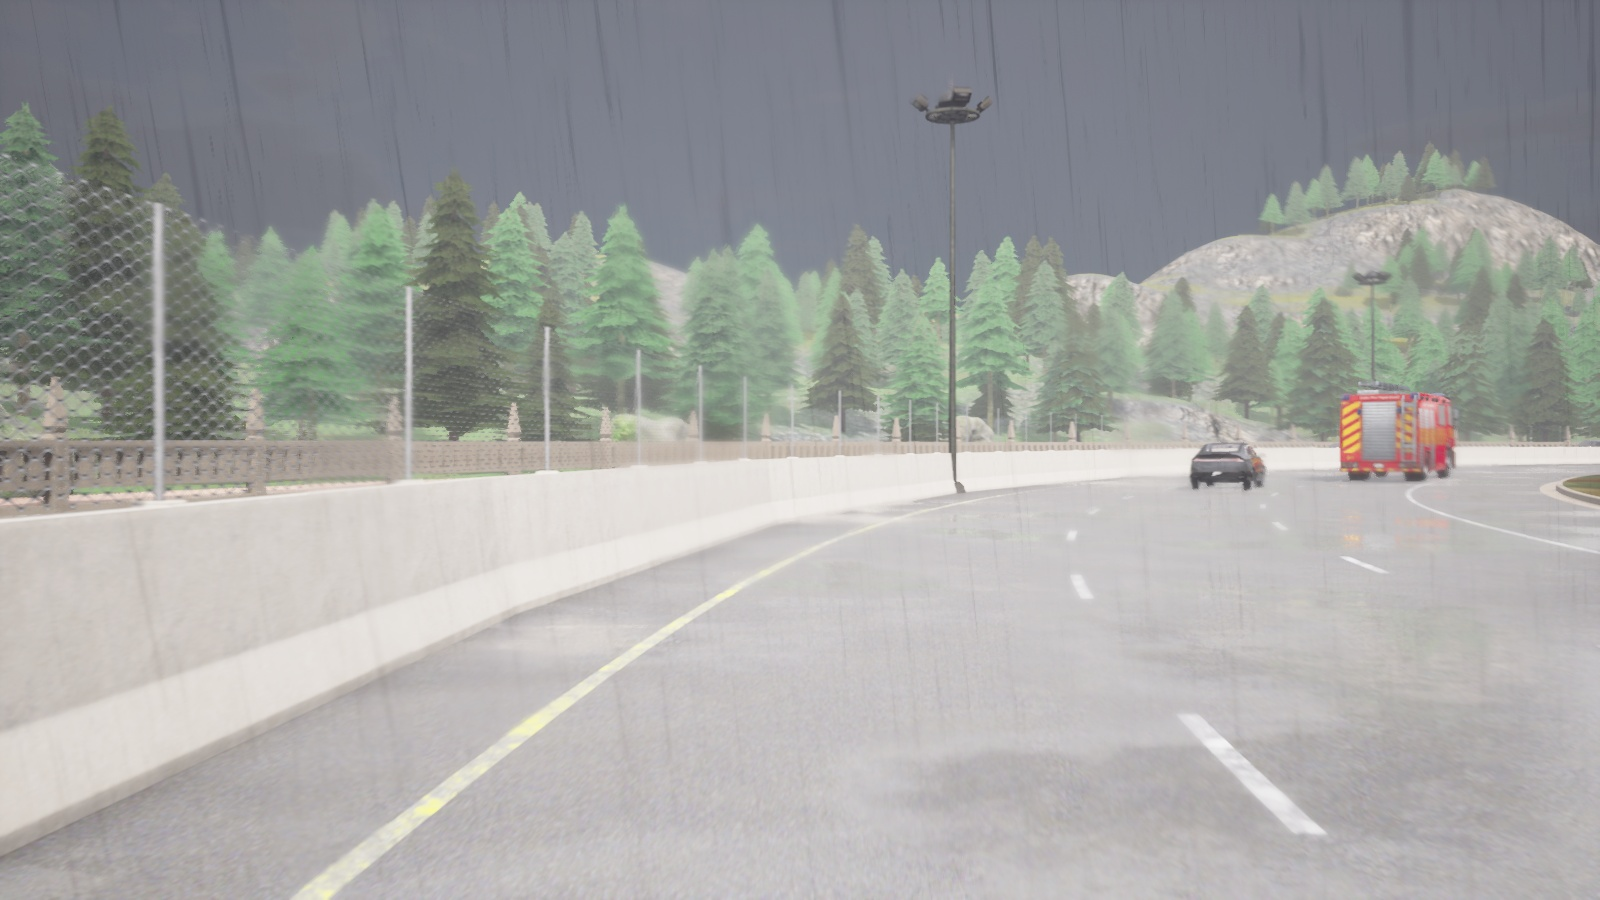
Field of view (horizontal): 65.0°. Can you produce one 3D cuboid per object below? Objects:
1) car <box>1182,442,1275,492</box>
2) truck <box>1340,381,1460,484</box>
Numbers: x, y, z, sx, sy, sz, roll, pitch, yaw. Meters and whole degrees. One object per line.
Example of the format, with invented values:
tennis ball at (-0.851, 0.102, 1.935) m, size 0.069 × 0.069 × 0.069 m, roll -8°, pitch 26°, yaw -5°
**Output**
car at (13.912, 0.490, 40.598) m, size 2.128 × 1.511 × 4.902 m, roll 0°, pitch 0°, yaw 27°
truck at (24.461, -0.677, 50.929) m, size 2.891 × 3.827 × 8.468 m, roll 0°, pitch 0°, yaw 36°
